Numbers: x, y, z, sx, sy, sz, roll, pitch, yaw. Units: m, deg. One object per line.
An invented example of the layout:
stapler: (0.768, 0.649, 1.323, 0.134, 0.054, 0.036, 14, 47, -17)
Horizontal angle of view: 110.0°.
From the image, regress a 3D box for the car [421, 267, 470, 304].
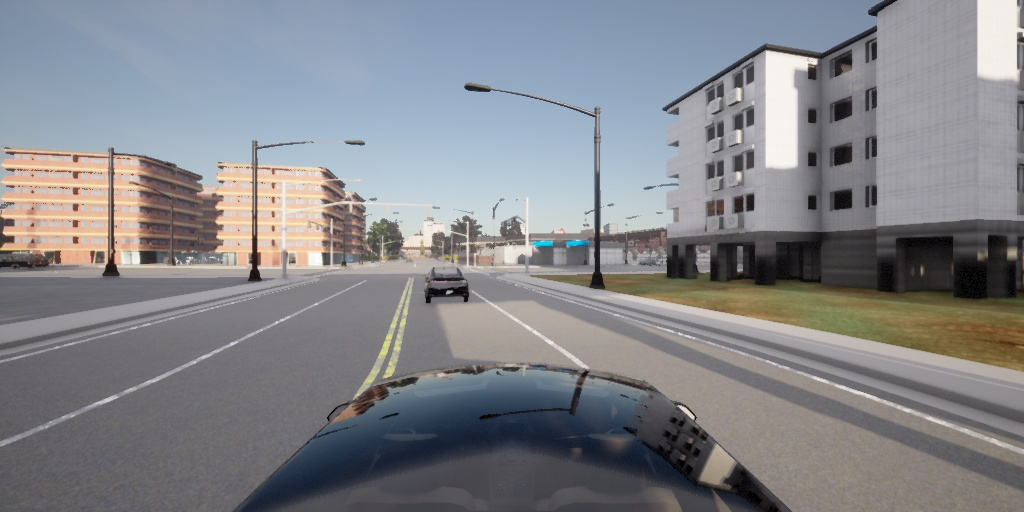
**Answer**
car: (-3.115, 1.244, 16.583, 2.128, 1.511, 4.902, 0, 0, -15)
